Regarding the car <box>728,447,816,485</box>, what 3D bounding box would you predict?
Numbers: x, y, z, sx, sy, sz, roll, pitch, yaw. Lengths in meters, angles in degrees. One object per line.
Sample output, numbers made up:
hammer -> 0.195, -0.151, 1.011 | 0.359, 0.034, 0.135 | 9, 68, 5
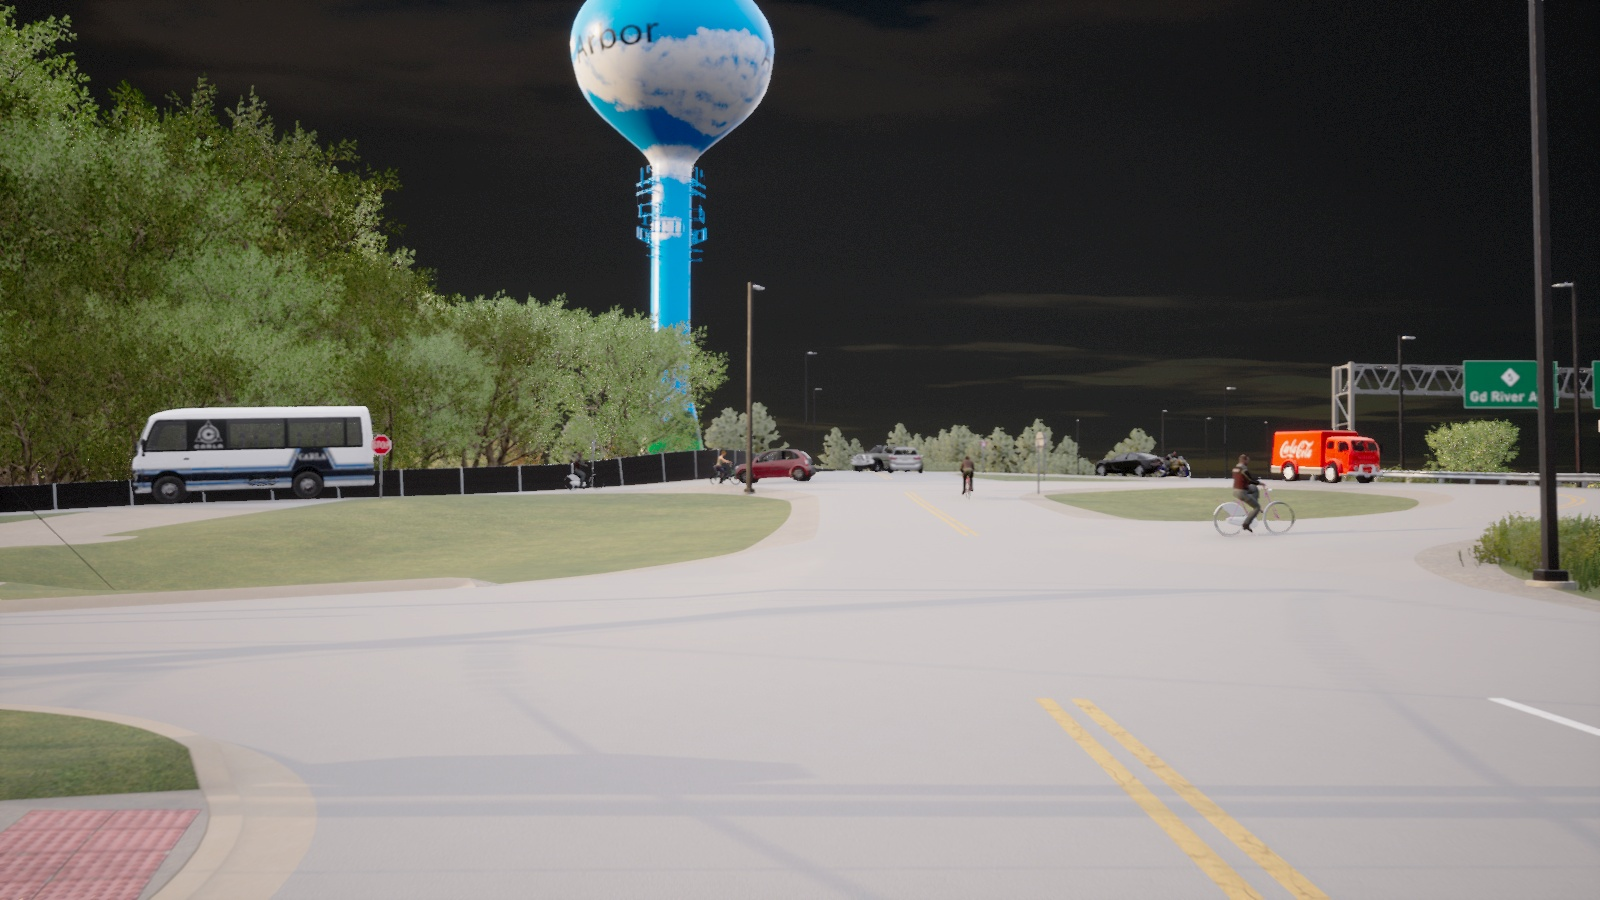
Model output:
car -> -1.354, 0.782, 61.987 | 3.988, 1.617, 1.851 | -3, -1, 10

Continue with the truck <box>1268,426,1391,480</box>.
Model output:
truck -> 25.111, 0.134, 59.808 | 2.627, 2.467, 5.204 | 0, 0, -18

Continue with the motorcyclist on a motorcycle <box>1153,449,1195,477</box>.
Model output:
motorcyclist on a motorcycle -> 20.688, 0.697, 69.571 | 0.866, 1.530, 2.191 | 1, -1, -32

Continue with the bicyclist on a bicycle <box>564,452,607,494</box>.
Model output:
bicyclist on a bicycle -> -9.814, 1.053, 57.443 | 1.843, 1.776, 0.659 | -3, -1, -12

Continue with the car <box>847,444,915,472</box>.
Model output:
car -> 5.479, 0.535, 84.433 | 4.605, 1.855, 1.932 | 0, -1, -43

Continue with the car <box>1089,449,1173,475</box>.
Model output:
car -> 20.214, 0.731, 76.879 | 1.882, 1.535, 5.008 | 1, -1, -33

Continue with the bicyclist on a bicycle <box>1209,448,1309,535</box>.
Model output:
bicyclist on a bicycle -> 9.914, 0.898, 27.162 | 1.843, 1.776, 0.659 | -3, -2, -8

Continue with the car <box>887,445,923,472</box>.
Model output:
car -> 6.802, 0.535, 80.869 | 2.242, 1.667, 4.611 | 0, 0, 6

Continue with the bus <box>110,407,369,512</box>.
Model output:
bus -> -25.180, 0.425, 57.061 | 10.273, 4.253, 3.944 | -2, -2, -21
